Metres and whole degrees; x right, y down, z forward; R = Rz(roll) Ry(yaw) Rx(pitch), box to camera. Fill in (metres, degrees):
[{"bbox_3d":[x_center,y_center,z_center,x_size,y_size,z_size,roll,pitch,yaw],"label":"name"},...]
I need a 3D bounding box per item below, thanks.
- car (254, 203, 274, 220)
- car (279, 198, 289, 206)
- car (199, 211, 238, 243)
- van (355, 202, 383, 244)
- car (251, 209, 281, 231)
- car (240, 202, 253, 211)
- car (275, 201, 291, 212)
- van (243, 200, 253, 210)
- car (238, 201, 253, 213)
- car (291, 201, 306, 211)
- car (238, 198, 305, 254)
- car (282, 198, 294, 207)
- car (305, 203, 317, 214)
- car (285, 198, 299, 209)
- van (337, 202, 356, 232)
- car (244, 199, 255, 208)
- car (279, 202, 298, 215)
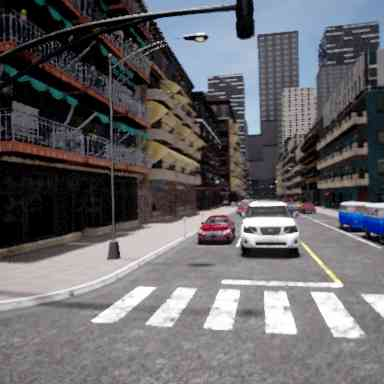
[{"bbox_3d":[7.498,2.019,34.604,1.882,1.535,5.008,-1,-1,12],"label":"car"},{"bbox_3d":[24.219,2.570,87.538,2.192,1.841,5.009,-2,-1,12],"label":"car"},{"bbox_3d":[1.442,1.916,17.895,1.802,1.307,4.206,-2,-1,12],"label":"car"},{"bbox_3d":[9.603,1.466,16.201,1.690,1.788,3.998,-2,-1,12],"label":"van"},{"bbox_3d":[5.414,1.983,24.516,1.895,1.301,4.718,-1,-1,11],"label":"car"},{"bbox_3d":[9.311,2.492,56.308,2.008,1.369,4.403,-2,-1,12],"label":"car"},{"bbox_3d":[14.438,2.258,53.114,2.128,1.511,4.902,-1,-1,12],"label":"car"},{"bbox_3d":[10.428,2.370,61.800,1.690,1.788,3.998,-2,-1,12],"label":"van"},{"bbox_3d":[8.183,2.295,50.823,1.967,1.590,4.097,-2,-1,12],"label":"car"},{"bbox_3d":[17.514,2.260,54.776,1.752,1.417,4.829,-2,-1,12],"label":"car"},{"bbox_3d":[3.433,1.452,14.885,2.150,2.045,5.566,-1,-1,12],"label":"car"},{"bbox_3d":[21.970,2.395,76.564,2.192,1.841,5.009,-2,-1,12],"label":"car"},{"bbox_3d":[15.233,2.140,43.633,1.802,1.307,4.206,-2,-1,12],"label":"car"},{"bbox_3d":[19.721,2.221,65.589,2.192,1.841,5.009,-2,-1,12],"label":"car"},{"bbox_3d":[10.728,1.552,21.688,1.690,1.788,3.998,-2,-1,12],"label":"van"},{"bbox_3d":[12.653,2.518,72.780,2.192,1.841,5.009,-2,-1,12],"label":"car"},{"bbox_3d":[12.467,2.087,43.224,1.882,1.535,5.008,-1,-1,12],"label":"car"}]
